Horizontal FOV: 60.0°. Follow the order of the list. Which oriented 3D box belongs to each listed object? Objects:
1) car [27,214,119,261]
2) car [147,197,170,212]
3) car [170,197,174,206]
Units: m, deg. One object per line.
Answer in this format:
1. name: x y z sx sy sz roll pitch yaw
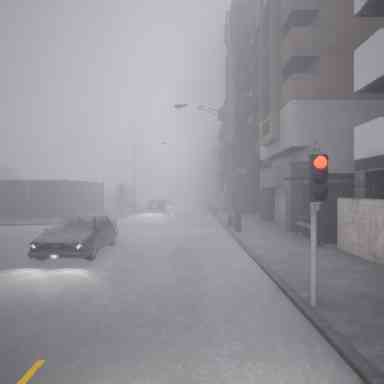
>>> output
1. car: -4.109 1.547 12.581 2.033 1.411 5.357 0 0 0
2. car: -4.138 1.491 39.350 2.128 1.511 4.902 0 0 0
3. car: -4.078 1.564 55.026 1.994 1.385 4.181 0 0 1
